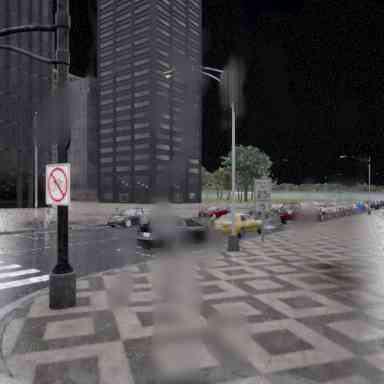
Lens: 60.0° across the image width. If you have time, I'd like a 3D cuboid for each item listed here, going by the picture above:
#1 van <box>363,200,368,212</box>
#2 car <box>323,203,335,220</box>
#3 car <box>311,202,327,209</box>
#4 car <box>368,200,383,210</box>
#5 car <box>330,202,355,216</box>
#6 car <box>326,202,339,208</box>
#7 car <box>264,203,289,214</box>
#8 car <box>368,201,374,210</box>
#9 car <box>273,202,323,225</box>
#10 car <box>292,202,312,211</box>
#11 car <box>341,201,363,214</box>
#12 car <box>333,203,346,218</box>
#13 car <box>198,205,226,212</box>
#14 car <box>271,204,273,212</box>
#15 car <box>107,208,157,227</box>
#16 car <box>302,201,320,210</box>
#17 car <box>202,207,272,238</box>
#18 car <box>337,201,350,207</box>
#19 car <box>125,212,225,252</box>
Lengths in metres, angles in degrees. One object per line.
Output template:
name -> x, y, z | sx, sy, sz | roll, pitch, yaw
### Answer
van -> 25.619, 2.288, 51.666 | 1.690, 1.788, 3.998 | -1, -2, 35
car -> 12.511, 2.113, 33.282 | 1.887, 1.381, 4.507 | -1, -2, 35
car -> 25.236, 2.671, 65.805 | 1.887, 1.381, 4.507 | -1, -2, 35
car -> 35.451, 2.537, 65.452 | 2.192, 1.841, 5.009 | -1, -2, 35
car -> 19.065, 2.303, 42.472 | 1.887, 1.381, 4.507 | -1, -2, 35
car -> 31.791, 2.889, 74.994 | 1.802, 1.307, 4.206 | -1, -2, 35
car -> 12.127, 2.303, 47.426 | 2.008, 1.369, 4.403 | -1, -2, 35
car -> 28.897, 2.590, 56.256 | 2.008, 1.369, 4.403 | -1, -2, 35
car -> 9.233, 1.790, 28.693 | 2.192, 1.841, 5.009 | -1, -2, 35
car -> 18.682, 2.492, 56.616 | 2.008, 1.369, 4.403 | -1, -2, 35
car -> 22.342, 2.293, 47.069 | 1.967, 1.590, 4.097 | -1, -2, 35
car -> 15.792, 2.245, 37.881 | 1.802, 1.307, 4.206 | -1, -2, 36
car -> 2.298, 2.014, 33.643 | 1.887, 1.381, 4.507 | -1, -2, 35
car -> 8.851, 2.208, 42.832 | 2.008, 1.369, 4.403 | -1, -2, 35
car -> -4.255, 1.840, 24.453 | 2.008, 1.369, 4.403 | -1, -1, 35
car -> 21.959, 2.474, 61.213 | 1.967, 1.590, 4.097 | -1, -2, 35
car -> 2.779, 1.823, 19.636 | 1.752, 1.417, 4.829 | -1, -2, 35
car -> 38.345, 3.035, 84.183 | 2.008, 1.369, 4.403 | -1, -1, 35
car -> -0.596, 1.774, 14.903 | 1.947, 1.339, 4.313 | -1, -2, 35
